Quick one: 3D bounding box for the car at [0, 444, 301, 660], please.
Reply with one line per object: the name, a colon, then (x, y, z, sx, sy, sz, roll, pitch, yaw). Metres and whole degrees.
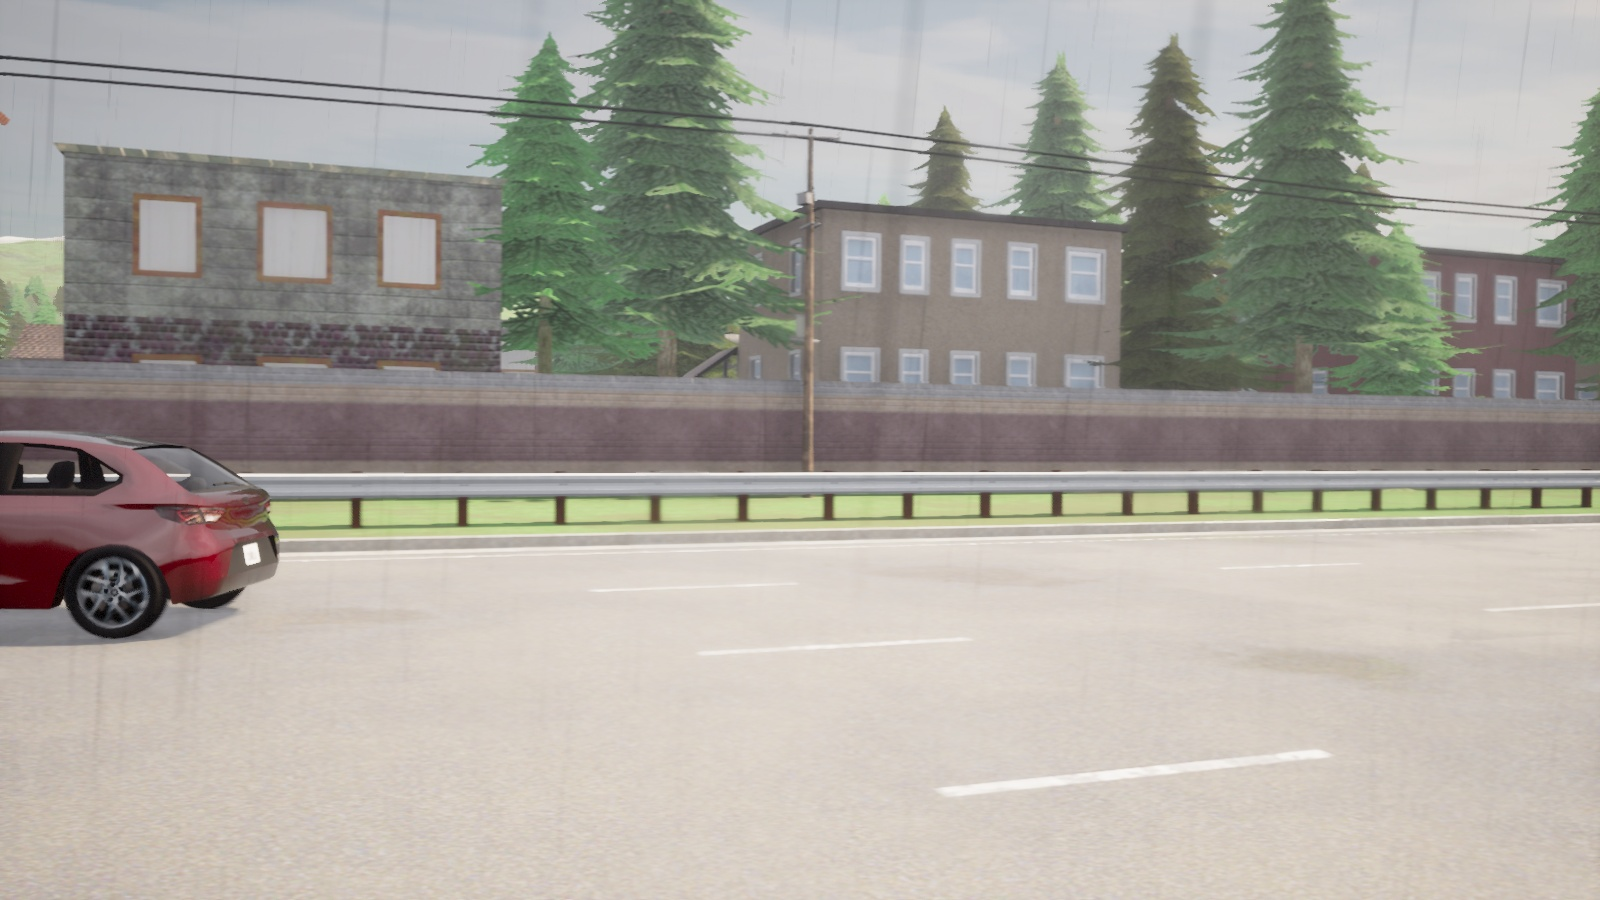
car: (-6.295, 0.722, 9.649, 4.193, 1.474, 1.816, -1, 1, -2)
